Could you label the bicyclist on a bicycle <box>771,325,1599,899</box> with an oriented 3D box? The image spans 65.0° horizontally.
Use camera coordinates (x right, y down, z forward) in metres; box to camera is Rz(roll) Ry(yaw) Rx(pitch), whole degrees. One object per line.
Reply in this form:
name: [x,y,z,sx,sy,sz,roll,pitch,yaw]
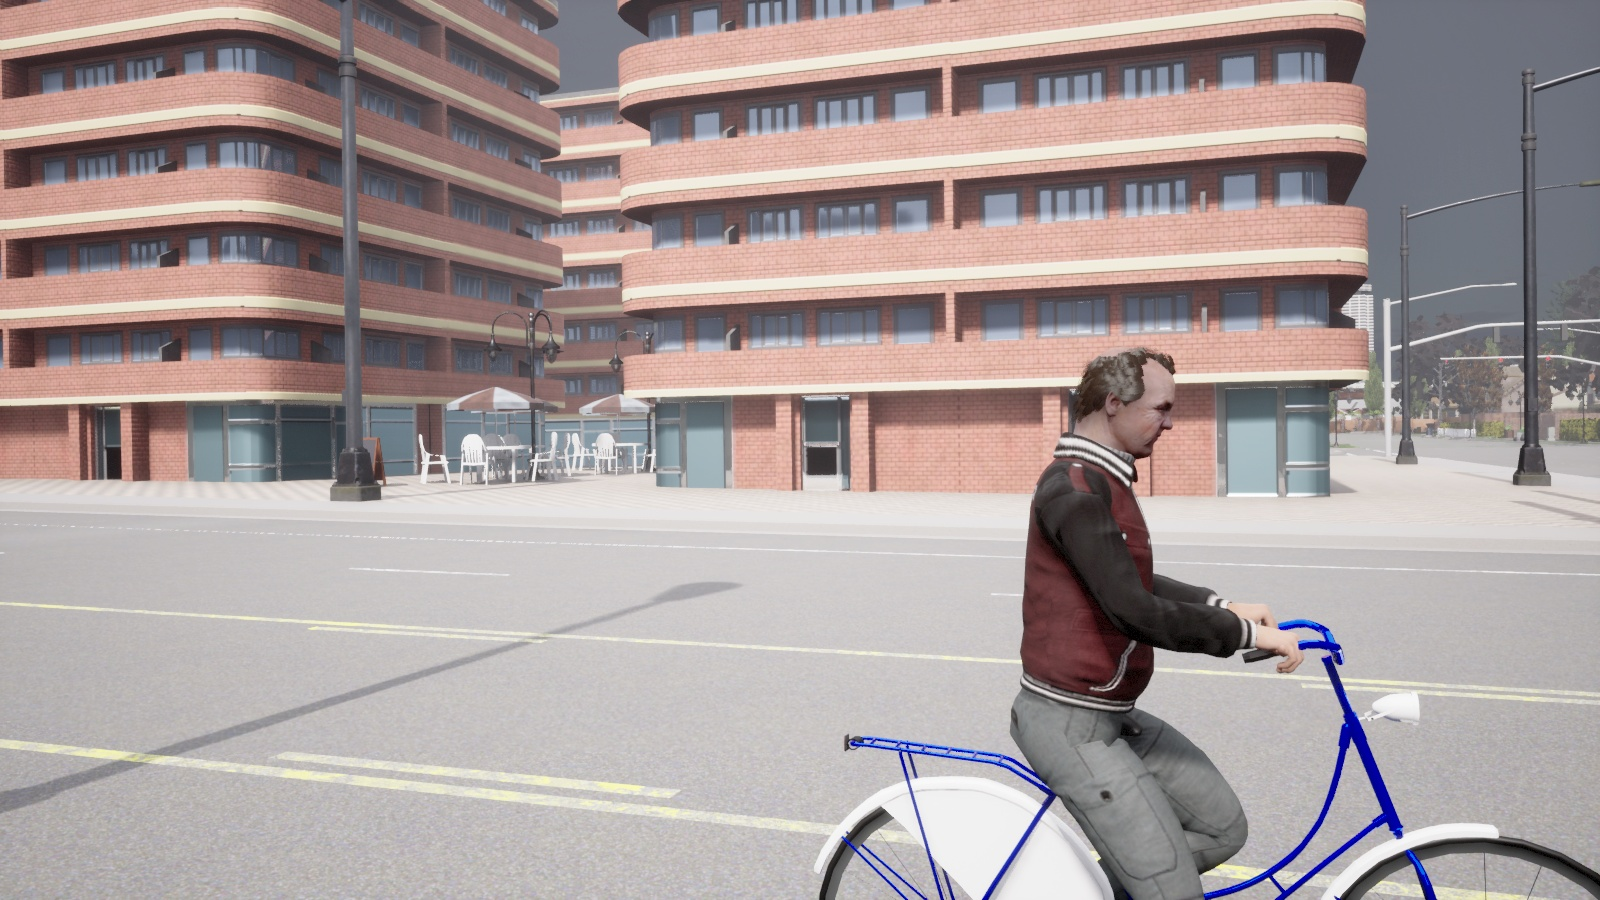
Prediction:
bicyclist on a bicycle: [0.913,0.654,2.814,1.843,1.776,0.659,0,1,18]
